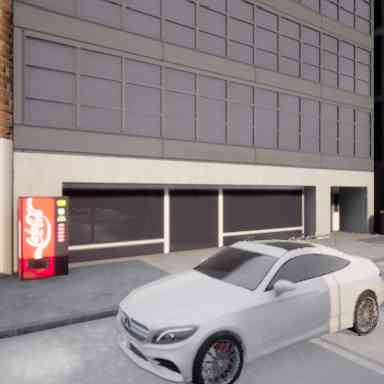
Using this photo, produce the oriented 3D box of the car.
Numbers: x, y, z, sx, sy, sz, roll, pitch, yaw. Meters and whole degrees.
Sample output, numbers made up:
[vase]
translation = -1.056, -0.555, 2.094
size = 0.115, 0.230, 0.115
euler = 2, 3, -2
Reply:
[car]
translation = 1.164, 1.525, 5.268
size = 4.674, 1.442, 1.812
euler = 0, 0, -32
